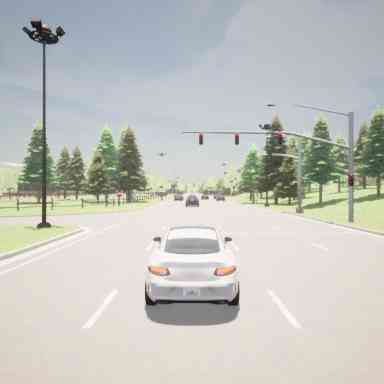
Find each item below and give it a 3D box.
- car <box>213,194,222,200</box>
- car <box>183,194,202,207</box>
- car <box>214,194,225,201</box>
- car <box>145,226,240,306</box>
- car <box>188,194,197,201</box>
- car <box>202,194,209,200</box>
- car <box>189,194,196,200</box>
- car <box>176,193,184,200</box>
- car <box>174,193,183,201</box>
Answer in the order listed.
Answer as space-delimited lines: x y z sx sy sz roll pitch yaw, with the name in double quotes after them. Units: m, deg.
7.114 1.371 92.845 1.994 1.385 4.181 0 0 0 "car"
0.063 1.345 51.790 2.097 1.767 4.553 0 0 0 "car"
7.101 1.505 82.425 2.128 1.511 4.902 0 0 0 "car"
0.016 1.525 7.917 1.812 1.442 4.674 0 0 0 "car"
0.102 1.335 82.820 2.097 1.767 4.553 0 0 0 "car"
3.614 1.342 93.232 2.097 1.767 4.553 0 0 0 "car"
0.114 1.319 92.853 1.837 1.490 4.892 0 0 0 "car"
-3.386 1.174 92.827 2.097 1.767 4.553 0 0 0 "car"
-3.398 1.532 82.821 1.994 1.385 4.181 0 0 0 "car"
